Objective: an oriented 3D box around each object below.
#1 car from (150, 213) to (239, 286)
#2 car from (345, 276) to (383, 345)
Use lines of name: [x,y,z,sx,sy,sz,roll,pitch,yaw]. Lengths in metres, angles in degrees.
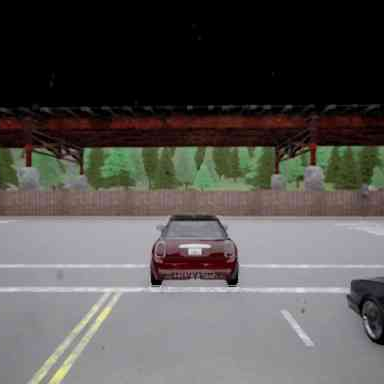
car: [0.023,1.376,9.634,2.097,1.767,4.553,0,0,-1]
car: [3.582,1.556,3.349,2.033,1.411,5.357,0,0,0]
